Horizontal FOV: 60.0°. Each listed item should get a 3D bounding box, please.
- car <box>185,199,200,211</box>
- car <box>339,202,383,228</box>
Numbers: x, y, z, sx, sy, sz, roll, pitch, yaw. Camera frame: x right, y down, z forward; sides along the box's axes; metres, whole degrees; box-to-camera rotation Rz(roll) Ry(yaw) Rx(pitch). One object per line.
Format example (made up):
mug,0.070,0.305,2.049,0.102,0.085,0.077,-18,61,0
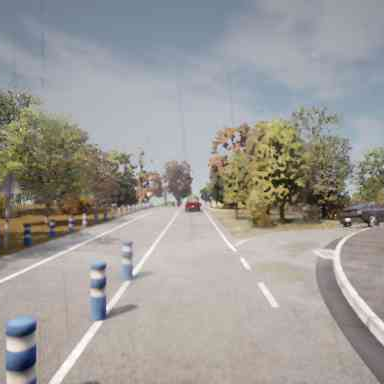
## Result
car,0.079,1.644,43.470,1.882,1.535,5.008,0,0,0
car,11.402,1.425,20.989,4.892,1.490,1.837,0,-8,-28
